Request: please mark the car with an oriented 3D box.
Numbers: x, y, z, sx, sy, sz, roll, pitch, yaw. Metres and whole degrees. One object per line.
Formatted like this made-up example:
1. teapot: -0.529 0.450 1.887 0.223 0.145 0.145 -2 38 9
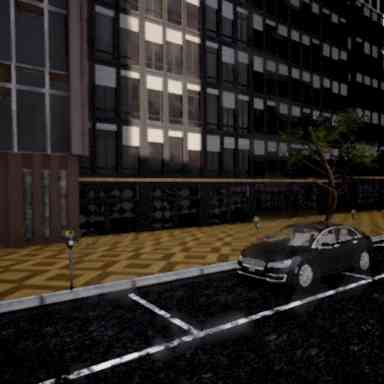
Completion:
1. car: 3.139 1.504 8.845 4.403 1.369 2.008 0 0 -36
